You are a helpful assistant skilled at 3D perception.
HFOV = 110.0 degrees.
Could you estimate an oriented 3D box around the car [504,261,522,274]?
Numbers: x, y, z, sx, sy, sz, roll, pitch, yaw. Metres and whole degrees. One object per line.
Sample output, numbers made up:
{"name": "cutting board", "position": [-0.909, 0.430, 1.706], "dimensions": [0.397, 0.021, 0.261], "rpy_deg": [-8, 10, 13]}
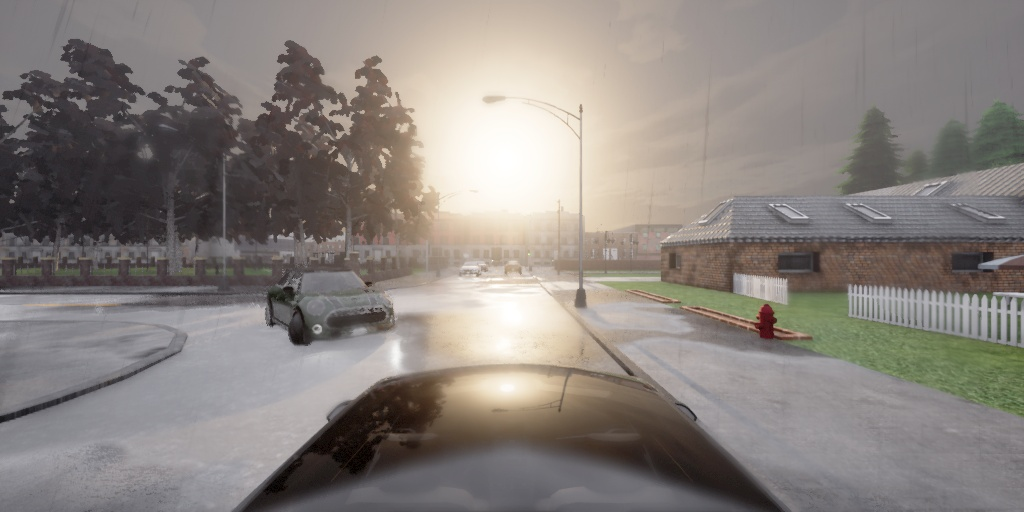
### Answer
{"name": "car", "position": [0.126, 1.275, 41.580], "dimensions": [1.812, 1.442, 4.674], "rpy_deg": [0, 0, 0]}

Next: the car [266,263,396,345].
{"name": "car", "position": [-4.975, 1.102, 9.638], "dimensions": [2.097, 1.767, 4.553], "rpy_deg": [-1, 1, -44]}

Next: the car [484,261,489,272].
{"name": "car", "position": [-4.049, 1.276, 45.463], "dimensions": [1.812, 1.442, 4.674], "rpy_deg": [0, 0, 0]}

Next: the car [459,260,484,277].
{"name": "car", "position": [-4.079, 1.276, 35.663], "dimensions": [1.812, 1.442, 4.674], "rpy_deg": [0, 0, 0]}
